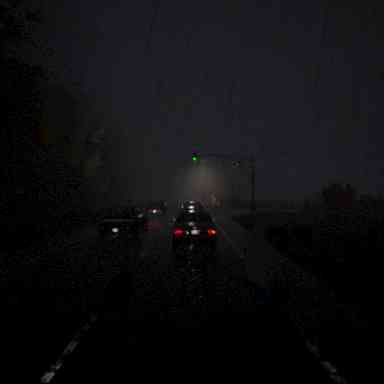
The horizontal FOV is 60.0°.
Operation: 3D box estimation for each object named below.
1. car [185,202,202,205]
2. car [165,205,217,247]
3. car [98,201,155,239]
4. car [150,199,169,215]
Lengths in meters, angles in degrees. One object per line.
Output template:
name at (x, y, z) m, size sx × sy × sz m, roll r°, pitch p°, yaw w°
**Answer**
car at (0.102, 1.509, 27.965) m, size 2.033 × 1.411 × 5.357 m, roll 0°, pitch 0°, yaw 0°
car at (0.099, 1.528, 14.876) m, size 2.033 × 1.411 × 5.357 m, roll 0°, pitch 0°, yaw 0°
car at (-3.398, 1.469, 17.147) m, size 2.128 × 1.511 × 4.902 m, roll 0°, pitch 0°, yaw 0°
car at (-3.397, 1.462, 32.624) m, size 1.837 × 1.490 × 4.892 m, roll 0°, pitch 1°, yaw 0°
